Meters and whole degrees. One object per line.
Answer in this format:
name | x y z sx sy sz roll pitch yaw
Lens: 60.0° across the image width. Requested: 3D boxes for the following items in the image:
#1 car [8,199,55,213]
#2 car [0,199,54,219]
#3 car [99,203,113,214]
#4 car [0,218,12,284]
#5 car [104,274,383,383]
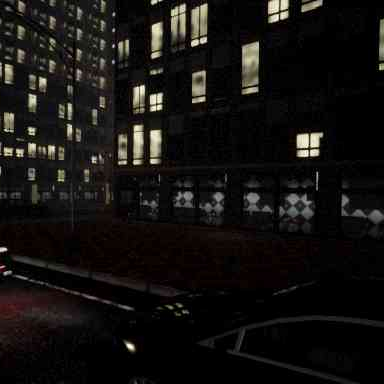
car | -19.136 1.640 39.915 1.752 1.417 4.829 1 0 36
car | -15.628 1.517 30.544 2.192 1.841 5.009 1 0 36
car | -8.840 1.828 39.763 1.752 1.417 4.829 1 0 36
car | -6.340 1.487 8.181 4.902 1.511 2.128 0 0 36
car | 1.340 1.491 2.724 4.902 1.511 2.128 0 0 35
